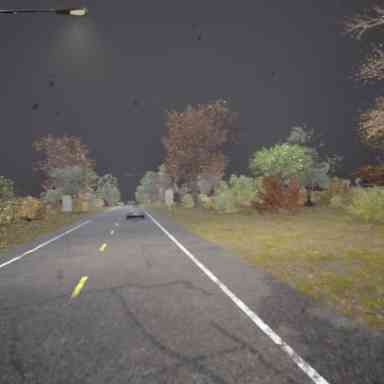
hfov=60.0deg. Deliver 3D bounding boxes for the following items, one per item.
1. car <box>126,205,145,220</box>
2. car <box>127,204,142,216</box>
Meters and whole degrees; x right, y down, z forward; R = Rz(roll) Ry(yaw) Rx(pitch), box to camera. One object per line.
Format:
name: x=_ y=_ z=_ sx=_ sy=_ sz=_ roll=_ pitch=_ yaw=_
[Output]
car: x=-6.358 y=2.312 z=37.344 sx=1.994 sy=1.385 sz=4.181 roll=-4 pitch=-1 yaw=-10
car: x=-8.261 y=2.532 z=48.013 sx=2.033 sy=1.411 sz=5.357 roll=-4 pitch=-1 yaw=-9
